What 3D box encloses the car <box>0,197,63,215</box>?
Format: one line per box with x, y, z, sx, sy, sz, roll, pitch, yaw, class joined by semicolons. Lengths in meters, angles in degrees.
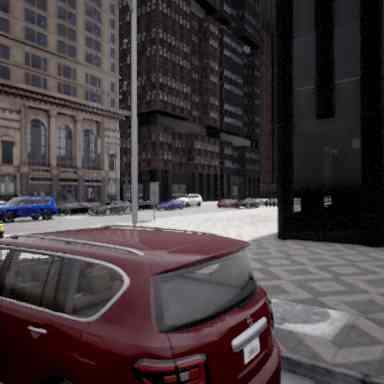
-14.239;1.449;28.212;2.150;2.045;5.566;0;0;34;car

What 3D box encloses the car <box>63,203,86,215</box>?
-12.623;1.828;36.052;1.895;1.301;4.718;0;0;36;car

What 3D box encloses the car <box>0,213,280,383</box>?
-1.473;1.349;4.008;5.009;1.841;2.192;-1;0;35;car

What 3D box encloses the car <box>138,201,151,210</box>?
-6.840;1.802;44.146;1.895;1.301;4.718;0;0;36;car

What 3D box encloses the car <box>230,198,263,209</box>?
7.884;1.615;47.761;1.837;1.490;4.892;0;0;36;car

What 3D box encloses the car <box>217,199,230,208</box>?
5.477;1.692;49.986;1.994;1.385;4.181;0;0;37;car

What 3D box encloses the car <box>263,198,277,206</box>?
13.885;1.644;56.249;1.994;1.385;4.181;0;0;36;car

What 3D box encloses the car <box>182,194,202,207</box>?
-0.582;1.393;52.841;2.150;2.045;5.566;0;0;36;car

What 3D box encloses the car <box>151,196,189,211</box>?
-2.874;1.701;44.109;1.812;1.442;4.674;0;0;36;car

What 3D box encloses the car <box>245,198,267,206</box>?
11.257;1.700;58.161;1.895;1.301;4.718;0;0;36;car

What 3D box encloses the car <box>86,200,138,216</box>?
-8.583;1.706;36.115;1.837;1.490;4.892;0;0;36;car
